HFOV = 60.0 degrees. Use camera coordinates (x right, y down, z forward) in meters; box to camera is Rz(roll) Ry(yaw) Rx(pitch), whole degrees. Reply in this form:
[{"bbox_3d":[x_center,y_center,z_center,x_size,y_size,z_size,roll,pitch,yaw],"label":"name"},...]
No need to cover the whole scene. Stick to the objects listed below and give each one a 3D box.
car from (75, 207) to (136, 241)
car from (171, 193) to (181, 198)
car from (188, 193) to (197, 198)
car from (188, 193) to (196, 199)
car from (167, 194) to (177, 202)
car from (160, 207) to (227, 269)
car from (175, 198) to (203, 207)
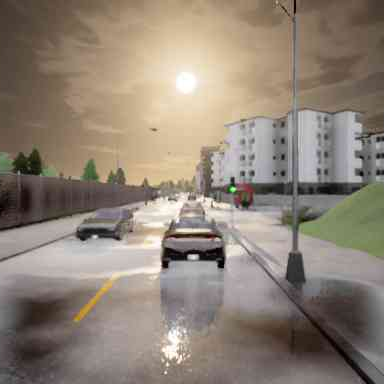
[{"bbox_3d":[-4.040,1.487,16.556,2.033,1.411,5.357,0,0,1],"label":"car"},{"bbox_3d":[-3.993,0.852,83.369,2.033,1.411,5.357,0,0,0],"label":"car"},{"bbox_3d":[0.007,1.068,78.343,2.097,1.767,4.553,0,0,0],"label":"car"},{"bbox_3d":[0.008,1.100,88.375,2.128,1.511,4.902,0,0,0],"label":"car"},{"bbox_3d":[-3.996,1.253,67.861,1.837,1.490,4.892,0,1,0],"label":"car"},{"bbox_3d":[0.049,1.451,10.954,2.128,1.511,4.902,0,0,0],"label":"car"},{"bbox_3d":[0.047,1.455,25.400,2.033,1.411,5.357,0,0,0],"label":"car"}]
